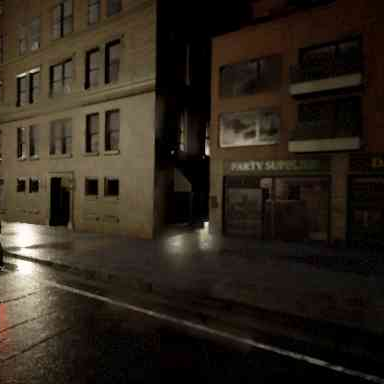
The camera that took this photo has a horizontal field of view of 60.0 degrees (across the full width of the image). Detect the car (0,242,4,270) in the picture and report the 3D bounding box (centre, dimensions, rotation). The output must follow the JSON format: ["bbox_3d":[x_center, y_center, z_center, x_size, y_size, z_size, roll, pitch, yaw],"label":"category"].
[{"bbox_3d":[-6.640,1.434,8.446,4.902,1.511,2.128,0,0,36],"label":"car"}]
